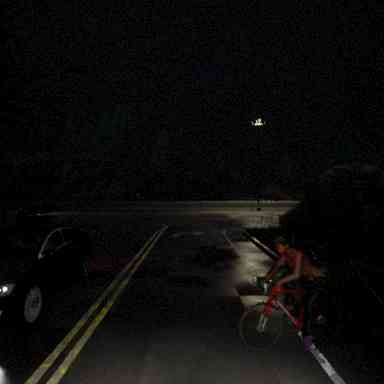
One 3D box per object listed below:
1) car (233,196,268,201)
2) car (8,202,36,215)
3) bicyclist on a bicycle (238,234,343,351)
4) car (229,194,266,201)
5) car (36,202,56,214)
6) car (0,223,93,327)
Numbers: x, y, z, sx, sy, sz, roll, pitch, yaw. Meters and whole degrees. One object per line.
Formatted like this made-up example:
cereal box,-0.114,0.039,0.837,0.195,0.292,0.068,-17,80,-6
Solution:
car,8.789,1.672,48.602,4.674,1.442,1.812,0,0,-1
car,-19.145,1.665,34.042,4.892,1.490,1.837,0,0,-1
bicyclist on a bicycle,1.431,1.416,4.733,1.656,1.620,0.582,-1,2,-12
car,9.050,1.366,52.105,5.566,2.045,2.150,0,0,-1
car,-18.032,1.758,37.557,4.718,1.301,1.895,0,0,-1
car,-3.589,1.483,7.126,2.128,1.511,4.902,0,0,0
